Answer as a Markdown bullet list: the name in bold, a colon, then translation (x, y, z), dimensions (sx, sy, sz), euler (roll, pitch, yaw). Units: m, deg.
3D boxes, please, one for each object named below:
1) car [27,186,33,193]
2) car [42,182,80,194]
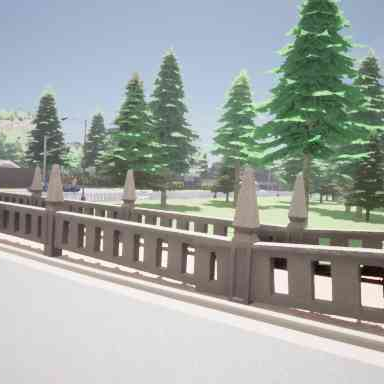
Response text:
- **car**: translation (-19.774, -0.597, 44.845), dimensions (1.812, 1.442, 4.674), euler (4, 2, 37)
- **car**: translation (-16.734, -0.346, 43.070), dimensions (1.812, 1.442, 4.674), euler (4, 2, 37)
